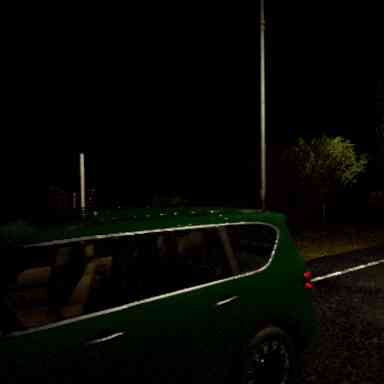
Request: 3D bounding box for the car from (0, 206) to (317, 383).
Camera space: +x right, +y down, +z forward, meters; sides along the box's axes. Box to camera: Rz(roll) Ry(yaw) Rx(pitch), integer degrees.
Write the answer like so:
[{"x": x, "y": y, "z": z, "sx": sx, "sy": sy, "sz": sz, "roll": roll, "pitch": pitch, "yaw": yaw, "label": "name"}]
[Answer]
[{"x": -1.121, "y": 1.215, "z": 3.200, "sx": 5.566, "sy": 2.045, "sz": 2.150, "roll": 0, "pitch": 0, "yaw": -36, "label": "car"}]
